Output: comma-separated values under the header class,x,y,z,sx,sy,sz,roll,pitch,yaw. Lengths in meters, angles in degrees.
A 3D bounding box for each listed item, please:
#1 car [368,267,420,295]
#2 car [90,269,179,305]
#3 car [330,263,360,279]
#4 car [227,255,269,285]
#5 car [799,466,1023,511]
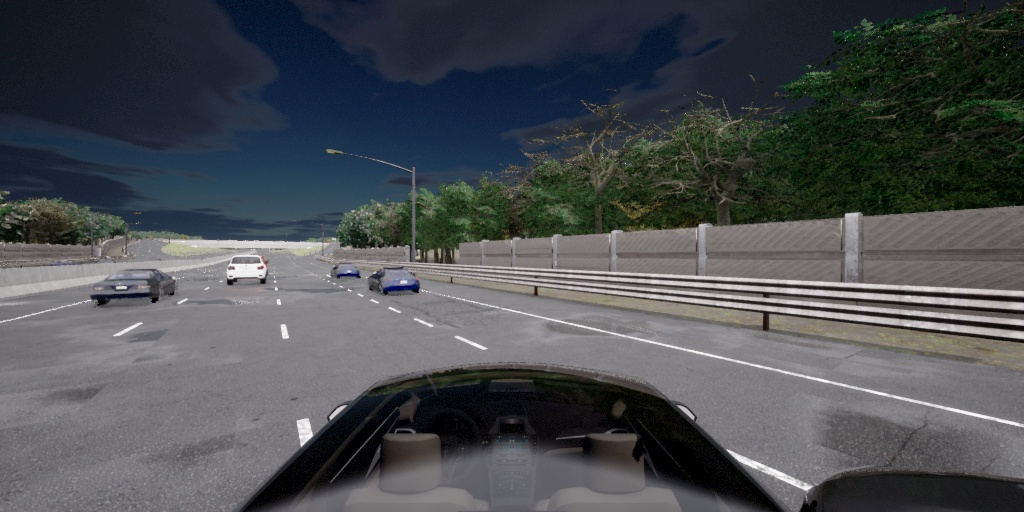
class,x,y,z,sx,sy,sz,roll,pitch,yaw
car,-6.656,1.309,19.982,1.994,1.385,4.181,0,0,-34
car,-16.717,1.290,16.121,2.033,1.411,5.357,0,0,-34
car,-15.254,1.297,32.773,1.994,1.385,4.181,0,0,-34
car,-19.274,0.957,26.201,2.150,2.045,5.566,0,0,-34
car,2.985,1.315,0.453,4.181,1.385,1.994,0,0,34
